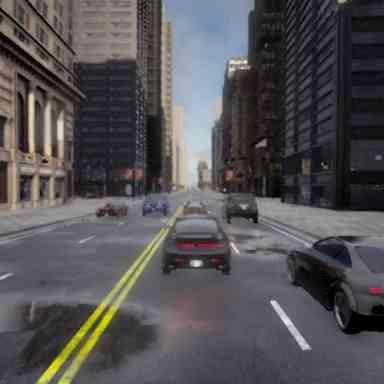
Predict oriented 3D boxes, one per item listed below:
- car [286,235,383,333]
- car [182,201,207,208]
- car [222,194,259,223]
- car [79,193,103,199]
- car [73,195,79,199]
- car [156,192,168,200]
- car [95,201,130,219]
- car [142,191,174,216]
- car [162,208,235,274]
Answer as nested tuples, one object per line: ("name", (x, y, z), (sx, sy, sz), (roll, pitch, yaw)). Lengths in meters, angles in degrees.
("car", (3.346, 1.554, 6.752), (1.994, 1.385, 4.181), (0, 0, 1))
("car", (0.221, 1.425, 26.518), (1.812, 1.442, 4.674), (0, 0, 0))
("car", (3.458, 1.143, 24.583), (2.150, 2.045, 5.566), (0, 0, 1))
("car", (-22.383, 1.009, 74.933), (4.507, 1.381, 1.887), (1, 0, 0))
("car", (-27.837, 0.919, 74.930), (4.829, 1.417, 1.752), (1, 0, 0))
("car", (-6.135, 0.838, 68.752), (2.128, 1.511, 4.902), (0, 0, 0))
("car", (-6.464, 1.464, 27.446), (1.895, 1.301, 4.718), (0, 0, 0))
("car", (-3.195, 1.090, 30.507), (2.150, 2.045, 5.566), (0, 0, 0))
("car", (0.130, 1.465, 10.430), (1.837, 1.490, 4.892), (0, 0, 0))
